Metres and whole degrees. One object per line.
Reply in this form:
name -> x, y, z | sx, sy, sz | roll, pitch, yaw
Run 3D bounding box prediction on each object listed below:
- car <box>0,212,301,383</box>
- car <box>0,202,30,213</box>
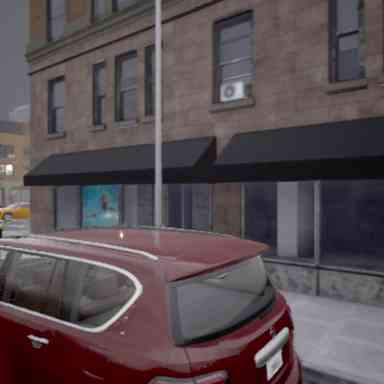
car -> -1.354, 1.319, 3.777 | 5.009, 1.841, 2.192 | 0, 0, 36
car -> -14.330, 1.599, 28.206 | 1.882, 1.535, 5.008 | 0, 0, 35
